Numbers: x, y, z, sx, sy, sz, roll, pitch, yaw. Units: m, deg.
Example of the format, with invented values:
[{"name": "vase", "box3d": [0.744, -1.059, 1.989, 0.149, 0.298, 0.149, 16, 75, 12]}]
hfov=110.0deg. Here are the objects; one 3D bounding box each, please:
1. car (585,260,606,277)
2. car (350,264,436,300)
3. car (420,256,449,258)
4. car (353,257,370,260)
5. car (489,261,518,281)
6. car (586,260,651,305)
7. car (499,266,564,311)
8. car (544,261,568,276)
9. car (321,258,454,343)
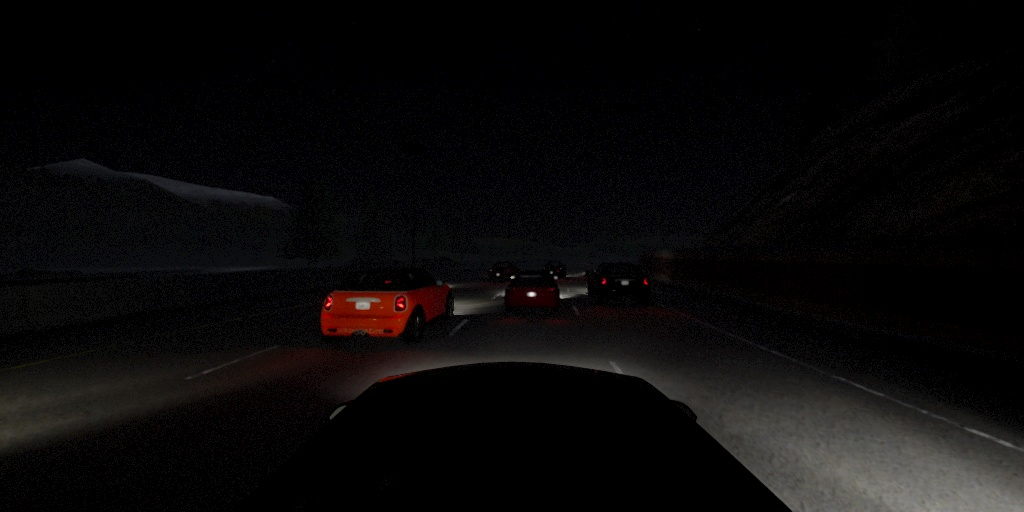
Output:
[{"name": "car", "box3d": [8.036, 1.133, 34.213, 1.812, 1.442, 4.674, 0, 0, 14]}, {"name": "car", "box3d": [-5.756, 1.196, 18.283, 2.033, 1.411, 5.357, 0, 0, 7]}, {"name": "car", "box3d": [-9.844, 0.836, 48.288, 2.097, 1.767, 4.553, 0, 0, 19]}, {"name": "car", "box3d": [-20.611, 0.942, 49.067, 2.128, 1.511, 4.902, 0, 0, 17]}, {"name": "car", "box3d": [-0.554, 1.139, 28.157, 1.812, 1.442, 4.674, 0, 0, 11]}, {"name": "car", "box3d": [4.572, 1.043, 15.889, 2.097, 1.767, 4.553, 0, 0, 6]}, {"name": "car", "box3d": [0.861, 1.253, 14.099, 1.994, 1.385, 4.181, 0, 0, 6]}, {"name": "car", "box3d": [3.701, 1.136, 31.275, 1.812, 1.442, 4.674, 0, 0, 13]}, {"name": "car", "box3d": [-3.010, 1.053, 9.679, 2.097, 1.767, 4.553, 0, 0, 4]}]
